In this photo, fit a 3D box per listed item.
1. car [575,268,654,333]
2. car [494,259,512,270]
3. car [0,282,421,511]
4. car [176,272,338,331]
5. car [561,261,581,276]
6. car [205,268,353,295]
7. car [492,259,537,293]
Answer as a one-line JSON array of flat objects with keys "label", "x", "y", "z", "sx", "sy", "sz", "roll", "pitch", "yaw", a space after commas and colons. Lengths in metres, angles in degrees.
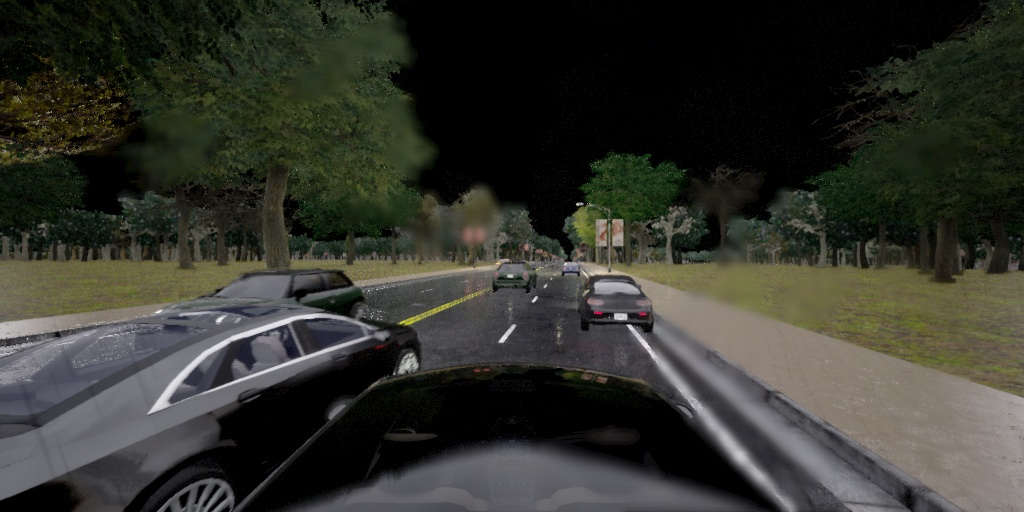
[{"label": "car", "x": 2.940, "y": 1.274, "z": 10.769, "sx": 1.812, "sy": 1.442, "sz": 4.674, "roll": 0, "pitch": 0, "yaw": 9}, {"label": "car", "x": -1.295, "y": 1.261, "z": 53.565, "sx": 1.882, "sy": 1.535, "sz": 5.008, "roll": 0, "pitch": 0, "yaw": 9}, {"label": "car", "x": -2.555, "y": 1.240, "z": 3.600, "sx": 2.128, "sy": 1.511, "sz": 4.902, "roll": 0, "pitch": 0, "yaw": 9}, {"label": "car", "x": -8.014, "y": 1.311, "z": 11.855, "sx": 1.994, "sy": 1.385, "sz": 4.181, "roll": 0, "pitch": 0, "yaw": 9}, {"label": "car", "x": 6.118, "y": 1.300, "z": 37.236, "sx": 2.033, "sy": 1.411, "sz": 5.357, "roll": 0, "pitch": 0, "yaw": 10}, {"label": "car", "x": -5.325, "y": 1.100, "z": 8.112, "sx": 2.097, "sy": 1.767, "sz": 4.553, "roll": 0, "pitch": 0, "yaw": 9}, {"label": "car", "x": 0.263, "y": 1.096, "z": 21.107, "sx": 2.097, "sy": 1.767, "sz": 4.553, "roll": 0, "pitch": 0, "yaw": 9}]
